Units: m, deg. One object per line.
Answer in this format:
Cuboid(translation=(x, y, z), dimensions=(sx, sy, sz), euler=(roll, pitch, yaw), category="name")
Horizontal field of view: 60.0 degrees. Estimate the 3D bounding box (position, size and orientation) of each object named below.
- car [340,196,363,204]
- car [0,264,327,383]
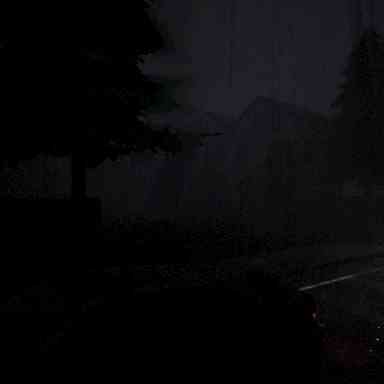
Cuboid(translation=(38.292, 1.847, 79.698), dimensions=(1.932, 1.855, 4.605), euler=(1, 0, -36), category="car")
Cuboid(translation=(-0.834, 1.563, 3.396), dimensions=(5.357, 1.411, 2.033), euler=(1, 0, -36), category="car")
